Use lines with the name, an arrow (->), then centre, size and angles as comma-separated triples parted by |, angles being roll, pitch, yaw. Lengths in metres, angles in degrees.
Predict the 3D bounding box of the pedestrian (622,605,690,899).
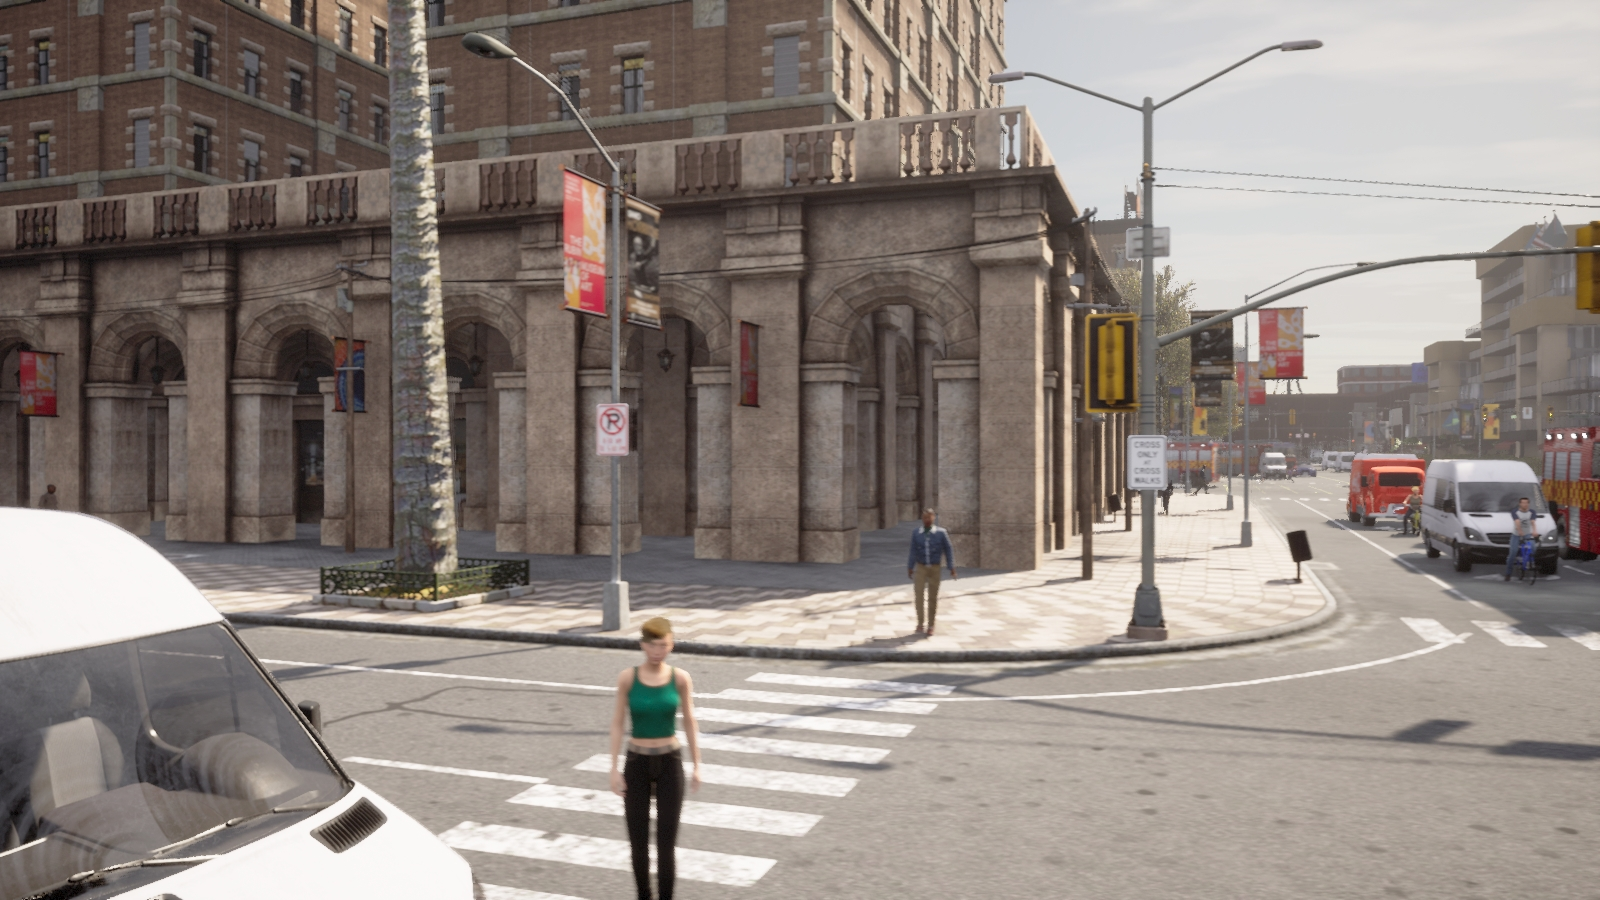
pedestrian -> -0.825, 1.850, 6.577 | 0.375, 1.860, 0.375 | 0, 0, -6

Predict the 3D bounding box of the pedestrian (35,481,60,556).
pedestrian -> -18.876, 1.706, 28.654 | 0.375, 1.860, 0.375 | 0, 0, 19

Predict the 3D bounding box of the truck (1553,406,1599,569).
truck -> 20.118, 0.887, 26.186 | 2.891, 3.827, 8.468 | 0, 0, 20

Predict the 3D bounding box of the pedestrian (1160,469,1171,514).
pedestrian -> 15.068, 1.697, 47.106 | 0.375, 1.860, 0.375 | 0, 0, 10

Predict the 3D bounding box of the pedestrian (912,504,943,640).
pedestrian -> 1.787, 1.698, 16.008 | 0.375, 1.860, 0.375 | 0, 0, 17

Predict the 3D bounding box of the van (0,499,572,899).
van -> -4.074, 1.536, 4.821 | 5.915, 2.561, 1.988 | 0, 0, 19

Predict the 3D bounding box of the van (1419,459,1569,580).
van -> 16.772, 1.533, 27.946 | 1.988, 2.561, 5.915 | 0, 0, 20

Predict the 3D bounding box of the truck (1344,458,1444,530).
truck -> 22.078, 1.568, 42.713 | 2.627, 2.467, 5.204 | 0, 0, 20

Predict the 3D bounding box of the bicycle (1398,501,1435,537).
bicycle -> 20.164, 2.255, 37.387 | 0.859, 1.080, 1.487 | 0, 0, 20

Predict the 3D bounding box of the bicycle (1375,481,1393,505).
bicycle -> 30.122, 2.208, 58.930 | 0.329, 1.171, 1.835 | 0, 0, 42

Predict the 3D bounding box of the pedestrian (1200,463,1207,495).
pedestrian -> 23.470, 1.698, 66.468 | 0.375, 1.860, 0.375 | 0, 0, 20
